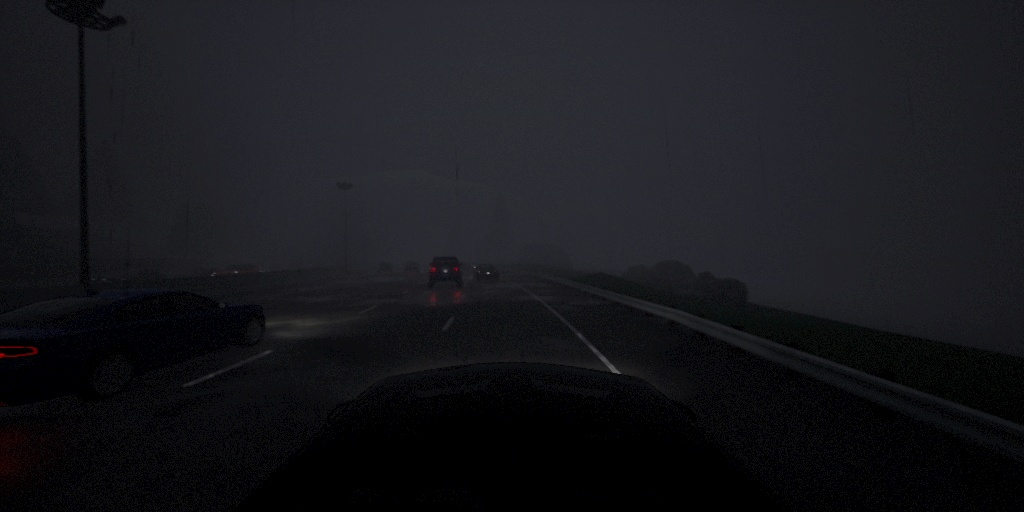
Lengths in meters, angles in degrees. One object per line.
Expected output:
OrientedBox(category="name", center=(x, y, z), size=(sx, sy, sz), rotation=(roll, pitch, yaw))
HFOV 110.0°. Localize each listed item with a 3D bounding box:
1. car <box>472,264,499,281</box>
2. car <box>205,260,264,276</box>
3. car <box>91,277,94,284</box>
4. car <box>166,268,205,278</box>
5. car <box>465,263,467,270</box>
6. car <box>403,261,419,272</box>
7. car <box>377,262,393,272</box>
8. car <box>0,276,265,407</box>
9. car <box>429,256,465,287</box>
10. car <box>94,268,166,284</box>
OrientedBox(category="car", center=(-2.337, 1.361, 31.228), size=(1.994, 1.385, 4.181), rotation=(-1, 0, -11))
OrientedBox(category="car", center=(-24.043, 1.489, 31.416), size=(2.097, 1.767, 4.553), rotation=(-1, 0, -12))
OrientedBox(category="car", center=(-35.013, 1.857, 32.731), size=(2.033, 1.411, 5.357), rotation=(-1, 0, -12))
OrientedBox(category="car", center=(-27.730, 1.743, 32.256), size=(2.033, 1.411, 5.357), rotation=(-1, 0, -11))
OrientedBox(category="car", center=(-8.146, 1.375, 54.385), size=(1.882, 1.535, 5.008), rotation=(0, 0, -19))
OrientedBox(category="car", center=(-14.158, 1.495, 50.342), size=(1.837, 1.490, 4.892), rotation=(1, 0, -19))
OrientedBox(category="car", center=(-18.261, 1.559, 51.643), size=(1.837, 1.490, 4.892), rotation=(1, -1, -20))
OrientedBox(category="car", center=(-6.831, 1.336, 6.643), size=(1.882, 1.535, 5.008), rotation=(0, 0, -2))
OrientedBox(category="car", center=(-4.729, 1.054, 25.637), size=(2.150, 2.045, 5.566), rotation=(0, 0, -10))
OrientedBox(category="car", center=(-30.762, 1.767, 29.409), size=(1.812, 1.442, 4.674), rotation=(-1, 0, -11))
